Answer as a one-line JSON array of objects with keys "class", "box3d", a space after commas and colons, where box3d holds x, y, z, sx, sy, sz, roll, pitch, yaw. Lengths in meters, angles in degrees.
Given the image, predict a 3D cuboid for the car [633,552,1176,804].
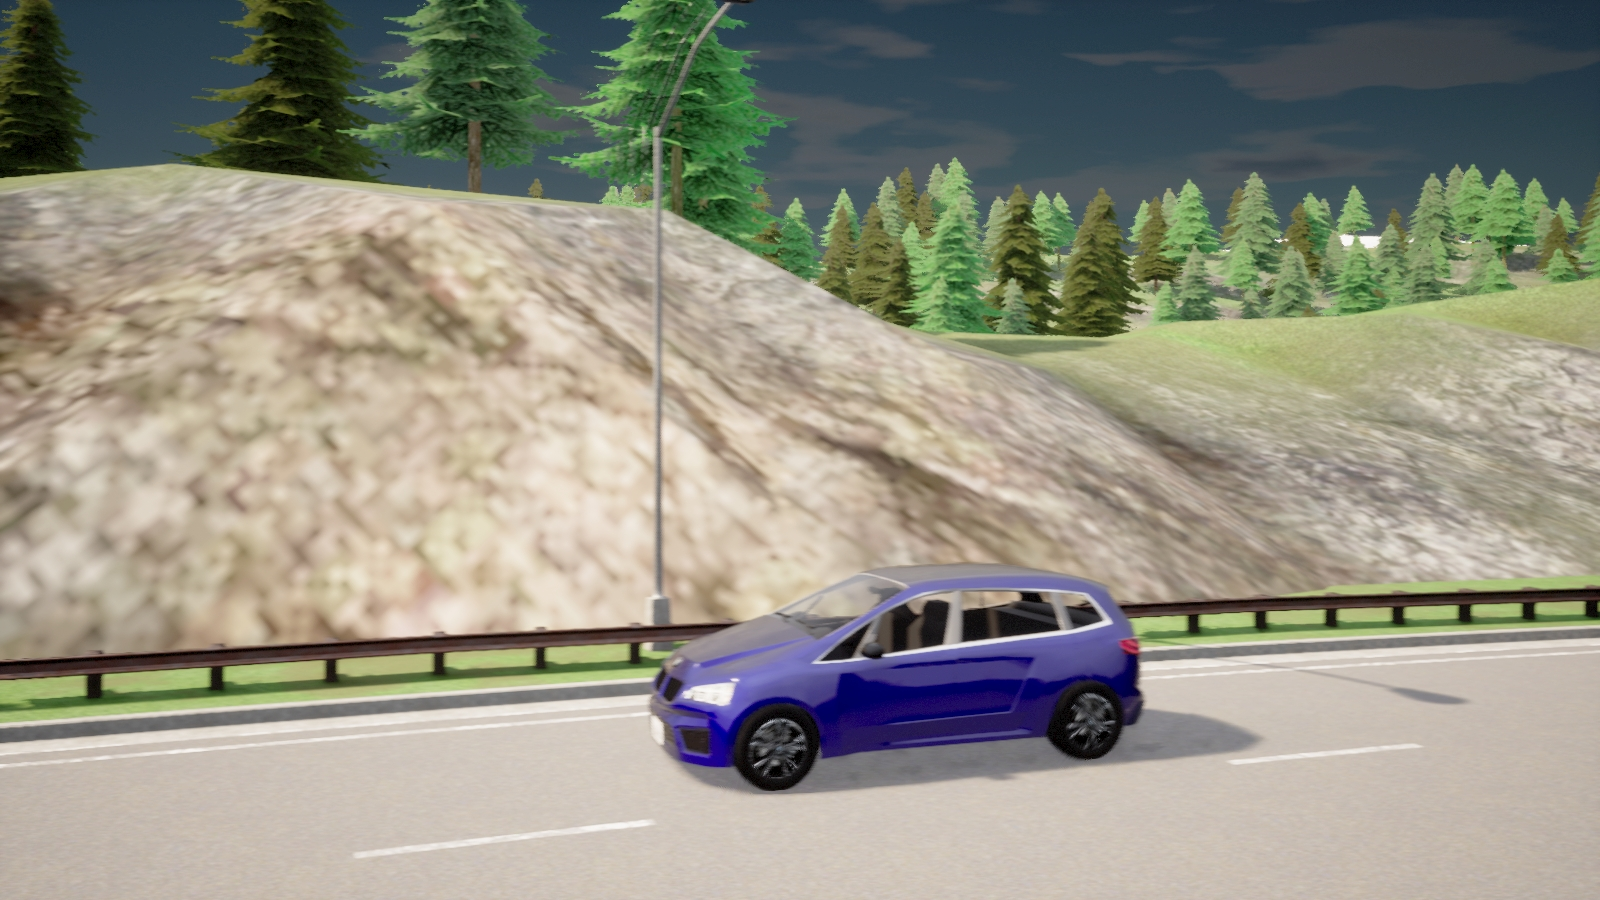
[{"class": "car", "box3d": [0.906, 1.964, 10.820, 4.611, 1.667, 2.242, 0, 0, -18]}]
